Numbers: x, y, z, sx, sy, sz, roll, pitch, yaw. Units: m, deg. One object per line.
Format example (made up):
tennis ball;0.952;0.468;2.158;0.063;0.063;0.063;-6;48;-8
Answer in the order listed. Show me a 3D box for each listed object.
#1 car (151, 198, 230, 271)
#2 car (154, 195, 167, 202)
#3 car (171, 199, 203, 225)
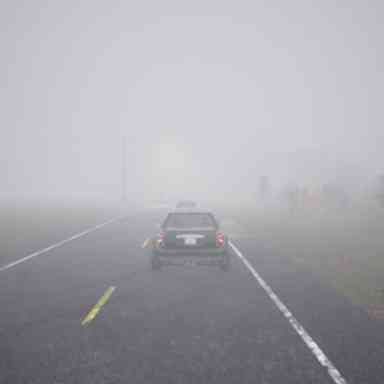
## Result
car;-0.064;1.250;10.653;2.097;1.767;4.553;0;1;-1
car;-4.576;1.112;48.973;1.895;1.301;4.718;0;1;-1
car;-0.354;1.316;23.517;2.033;1.411;5.357;0;1;-1
